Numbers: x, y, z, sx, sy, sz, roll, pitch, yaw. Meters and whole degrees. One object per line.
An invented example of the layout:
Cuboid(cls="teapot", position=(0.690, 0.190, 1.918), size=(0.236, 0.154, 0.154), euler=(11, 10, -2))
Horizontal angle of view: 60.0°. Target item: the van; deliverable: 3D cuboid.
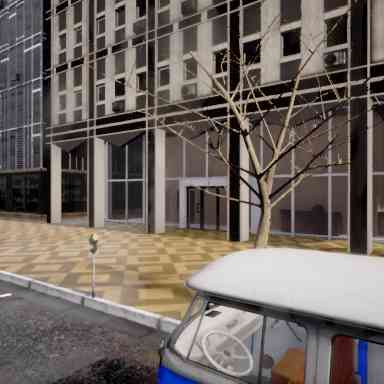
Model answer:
Cuboid(cls="van", position=(1.574, 1.341, 1.747), size=(3.998, 1.788, 1.690), euler=(0, 0, 36))
